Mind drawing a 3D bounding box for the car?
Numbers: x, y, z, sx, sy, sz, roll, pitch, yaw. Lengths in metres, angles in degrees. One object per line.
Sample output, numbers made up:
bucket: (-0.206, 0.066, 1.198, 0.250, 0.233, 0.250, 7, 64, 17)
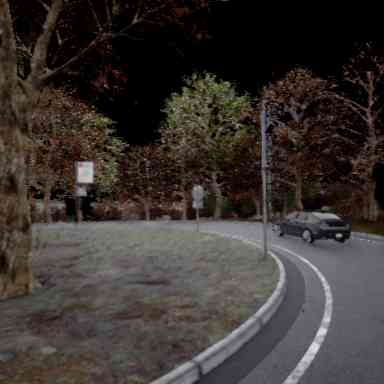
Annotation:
car: (5.855, 1.678, 16.851, 1.837, 1.490, 4.892, 1, -1, -13)
